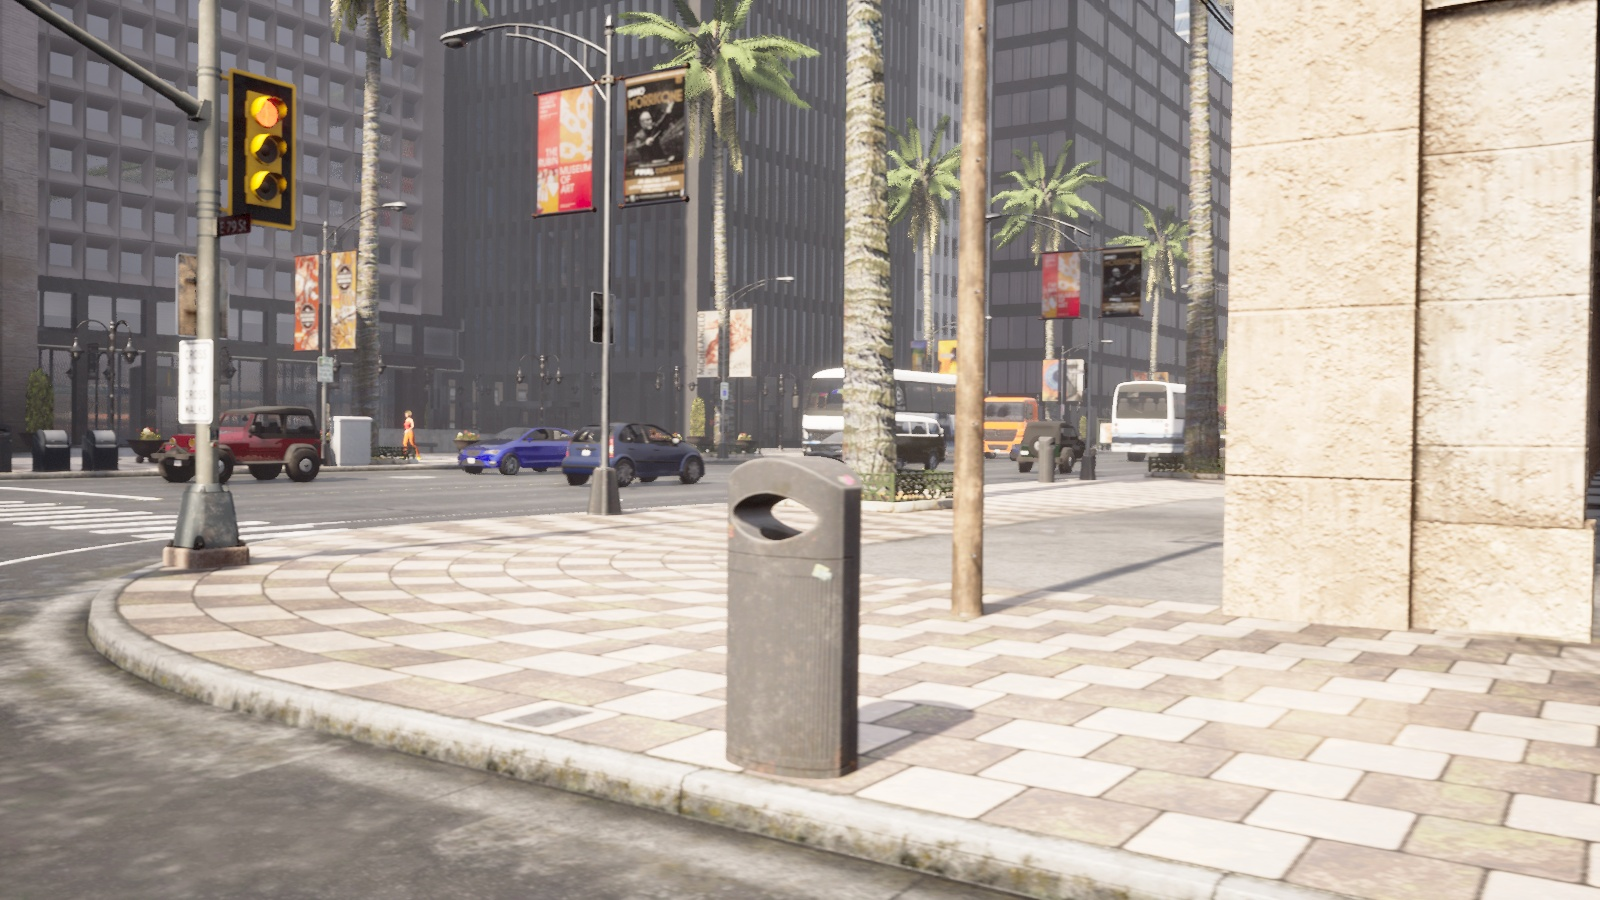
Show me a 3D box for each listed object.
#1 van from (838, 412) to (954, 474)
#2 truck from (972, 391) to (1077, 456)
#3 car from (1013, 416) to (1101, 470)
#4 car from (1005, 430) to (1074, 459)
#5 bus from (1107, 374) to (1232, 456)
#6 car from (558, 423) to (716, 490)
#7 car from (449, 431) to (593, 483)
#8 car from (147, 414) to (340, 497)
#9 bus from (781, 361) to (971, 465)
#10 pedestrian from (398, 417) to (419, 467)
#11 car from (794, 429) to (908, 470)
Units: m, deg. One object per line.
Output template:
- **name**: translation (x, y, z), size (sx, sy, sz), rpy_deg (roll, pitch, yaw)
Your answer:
- **van**: translation (3.390, -0.275, 43.509), size (2.069, 2.038, 4.480), rpy_deg (0, 1, 34)
- **truck**: translation (12.703, -1.467, 70.484), size (2.891, 3.462, 7.936), rpy_deg (0, 1, 33)
- **car**: translation (9.537, -0.280, 46.409), size (1.905, 1.878, 3.866), rpy_deg (0, 1, 34)
- **car**: translation (12.079, -0.299, 63.103), size (1.994, 1.385, 4.181), rpy_deg (0, 1, 33)
- **bus**: translation (20.759, -1.895, 70.032), size (3.944, 4.253, 10.273), rpy_deg (0, 1, 33)
- **car**: translation (-4.114, 0.121, 32.237), size (1.851, 1.617, 3.988), rpy_deg (0, 1, 34)
- **car**: translation (-8.458, 0.157, 38.347), size (1.816, 1.474, 4.193), rpy_deg (0, 1, 34)
- **car**: translation (-13.523, 0.089, 30.703), size (1.905, 1.878, 3.866), rpy_deg (0, 1, 34)
- **bus**: translation (3.667, -1.591, 56.568), size (3.944, 4.253, 10.273), rpy_deg (0, 1, 33)
- **pedestrian**: translation (-14.355, -0.298, 46.049), size (0.345, 1.836, 0.594), rpy_deg (0, 1, 37)
- **car**: translation (2.003, -0.061, 47.736), size (2.163, 1.488, 4.792), rpy_deg (0, 1, 34)
